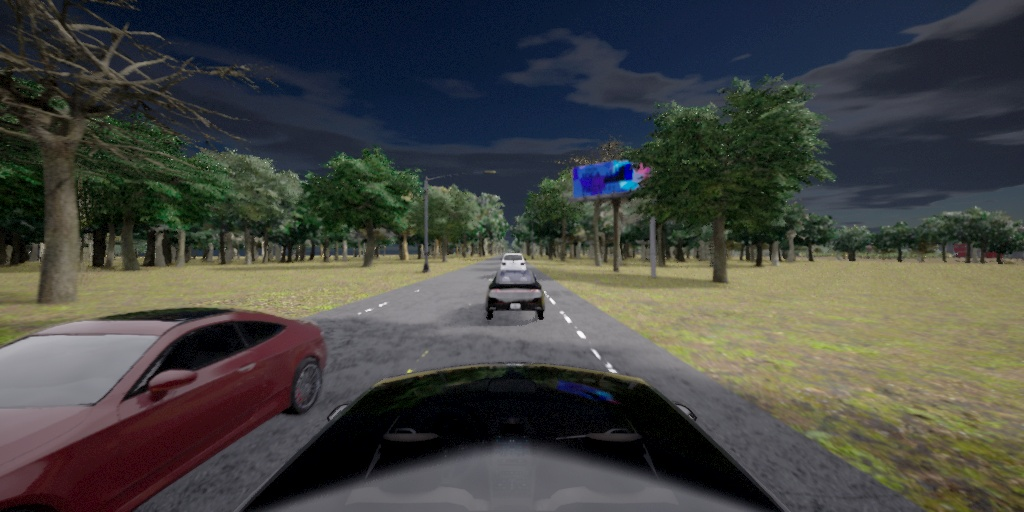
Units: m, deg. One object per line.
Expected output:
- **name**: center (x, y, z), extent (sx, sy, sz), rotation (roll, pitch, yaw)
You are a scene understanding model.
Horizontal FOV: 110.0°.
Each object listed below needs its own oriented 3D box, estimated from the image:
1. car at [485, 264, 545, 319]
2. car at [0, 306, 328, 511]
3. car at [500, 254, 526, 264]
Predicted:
- **car**: center (0.099, 1.226, 12.774), extent (2.128, 1.511, 4.902), rotation (0, 0, 0)
- **car**: center (-3.500, 1.278, 3.296), extent (1.812, 1.442, 4.674), rotation (0, 0, 0)
- **car**: center (0.099, 0.793, 32.869), extent (2.150, 2.045, 5.566), rotation (0, 1, 0)
